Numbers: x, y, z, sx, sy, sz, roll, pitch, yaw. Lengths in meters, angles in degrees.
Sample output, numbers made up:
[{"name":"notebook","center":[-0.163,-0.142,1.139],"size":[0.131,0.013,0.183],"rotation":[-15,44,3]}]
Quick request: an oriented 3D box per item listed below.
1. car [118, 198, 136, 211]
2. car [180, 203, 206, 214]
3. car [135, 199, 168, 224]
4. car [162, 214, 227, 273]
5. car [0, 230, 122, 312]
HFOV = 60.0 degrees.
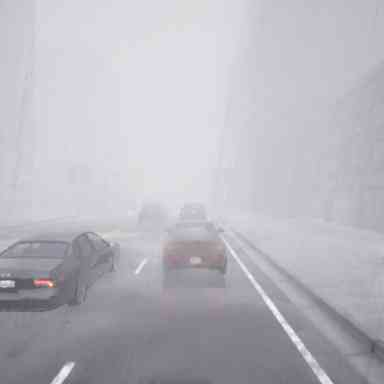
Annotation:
[{"name":"car","center":[-9.753,1.907,51.069],"size":[2.150,2.045,5.566],"rotation":[0,-1,0]},{"name":"car","center":[0.094,1.680,27.941],"size":[2.097,1.767,4.553],"rotation":[0,-1,0]},{"name":"car","center":[-3.156,1.680,27.937],"size":[2.097,1.767,4.553],"rotation":[0,-1,0]},{"name":"car","center":[0.090,1.657,10.985],"size":[1.812,1.442,4.674],"rotation":[0,-1,0]},{"name":"car","center":[-3.157,1.646,8.187],"size":[2.033,1.411,5.357],"rotation":[0,-1,0]}]
